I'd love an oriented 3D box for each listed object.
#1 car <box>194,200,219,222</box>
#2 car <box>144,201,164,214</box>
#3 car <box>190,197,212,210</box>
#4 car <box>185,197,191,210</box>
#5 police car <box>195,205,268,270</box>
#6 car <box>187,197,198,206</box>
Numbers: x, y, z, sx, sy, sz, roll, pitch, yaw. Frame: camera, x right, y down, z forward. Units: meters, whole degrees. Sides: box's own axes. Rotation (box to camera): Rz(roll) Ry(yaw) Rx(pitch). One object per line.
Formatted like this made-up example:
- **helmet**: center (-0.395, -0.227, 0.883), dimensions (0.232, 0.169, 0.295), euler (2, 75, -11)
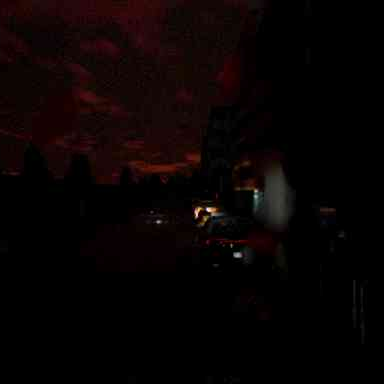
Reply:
- **car**: center (1.216, 1.525, 21.360), dimensions (1.801, 1.575, 5.366), euler (0, 0, 0)
- **car**: center (-4.070, 1.664, 36.583), dimensions (2.033, 1.411, 5.357), euler (0, 0, 0)
- **car**: center (1.167, 1.388, 27.141), dimensions (2.097, 1.767, 4.553), euler (-3, 0, 0)
- **car**: center (0.047, 1.638, 45.731), dimensions (2.128, 1.511, 4.902), euler (0, 0, 0)
- **police car**: center (1.197, 1.456, 11.282), dimensions (1.930, 1.638, 5.238), euler (0, 0, 0)
- **car**: center (0.045, 1.694, 59.295), dimensions (1.837, 1.490, 4.892), euler (0, 0, 0)
